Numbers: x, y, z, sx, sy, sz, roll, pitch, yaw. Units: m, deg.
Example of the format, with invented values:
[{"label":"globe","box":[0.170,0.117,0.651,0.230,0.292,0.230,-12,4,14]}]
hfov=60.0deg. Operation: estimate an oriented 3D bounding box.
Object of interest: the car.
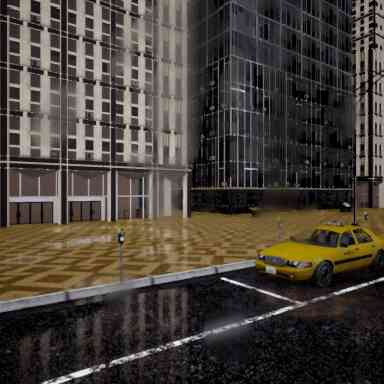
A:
[{"label":"car","box":[3.830,1.526,9.271,4.829,1.417,1.752,0,0,-35]}]
